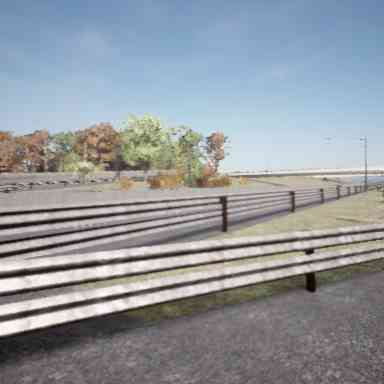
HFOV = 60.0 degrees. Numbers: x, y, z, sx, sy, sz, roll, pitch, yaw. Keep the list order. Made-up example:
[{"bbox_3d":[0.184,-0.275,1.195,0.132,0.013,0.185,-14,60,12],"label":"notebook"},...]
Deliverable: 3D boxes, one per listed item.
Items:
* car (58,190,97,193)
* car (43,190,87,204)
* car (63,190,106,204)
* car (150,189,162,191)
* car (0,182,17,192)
[{"bbox_3d":[-11.742,0.633,34.841,2.128,1.511,4.902,0,1,32],"label":"car"},{"bbox_3d":[-15.791,0.584,41.618,2.128,1.511,4.902,0,1,32],"label":"car"},{"bbox_3d":[-12.796,0.581,39.808,1.837,1.490,4.892,0,1,32],"label":"car"},{"bbox_3d":[-6.304,0.224,56.963,2.128,1.511,4.902,0,1,31],"label":"car"},{"bbox_3d":[-33.624,-0.924,59.339,2.097,1.767,4.553,-1,3,12],"label":"car"}]
